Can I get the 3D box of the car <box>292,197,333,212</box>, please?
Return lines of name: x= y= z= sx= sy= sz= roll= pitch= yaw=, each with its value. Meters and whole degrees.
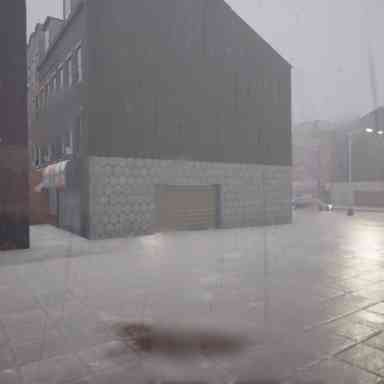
car: x=12.337 y=1.287 z=35.057 sx=2.128 sy=1.511 sz=4.902 roll=-1 pitch=1 yaw=-35
